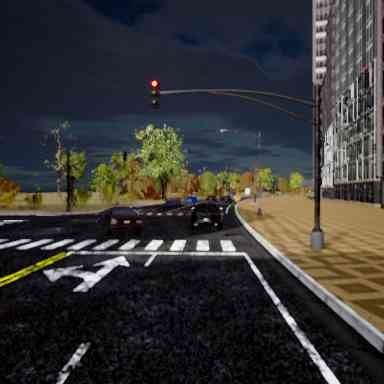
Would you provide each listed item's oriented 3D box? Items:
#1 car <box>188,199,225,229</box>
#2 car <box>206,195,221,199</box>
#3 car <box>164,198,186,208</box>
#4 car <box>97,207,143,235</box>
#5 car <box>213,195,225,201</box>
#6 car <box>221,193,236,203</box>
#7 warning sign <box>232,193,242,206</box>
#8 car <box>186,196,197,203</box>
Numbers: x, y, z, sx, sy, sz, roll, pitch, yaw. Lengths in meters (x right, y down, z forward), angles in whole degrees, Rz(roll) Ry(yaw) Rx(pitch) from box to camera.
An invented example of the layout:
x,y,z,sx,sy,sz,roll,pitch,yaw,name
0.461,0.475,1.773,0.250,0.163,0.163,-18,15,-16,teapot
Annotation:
x,y,z,sx,sy,sz,roll,pitch,yaw,name
0.987,1.472,21.917,1.882,1.535,5.008,0,0,4,car
4.286,1.466,70.744,1.882,1.535,5.008,0,0,12,car
-2.796,1.537,49.523,2.033,1.411,5.357,0,0,8,car
-4.162,1.542,18.886,2.033,1.411,5.357,0,0,-21,car
6.517,1.387,80.854,2.033,1.411,5.357,0,0,14,car
7.566,1.471,70.548,1.882,1.535,5.008,0,0,12,car
6.585,1.110,48.576,1.300,1.860,1.060,0,0,8,warning sign
-0.221,1.469,64.741,1.882,1.535,5.008,0,0,11,car
